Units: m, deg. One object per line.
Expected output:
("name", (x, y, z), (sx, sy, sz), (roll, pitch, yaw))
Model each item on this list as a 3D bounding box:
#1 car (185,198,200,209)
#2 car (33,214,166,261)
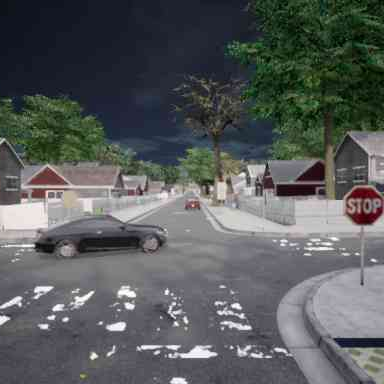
("car", (0.098, 1.498, 43.913), (1.812, 1.442, 4.674), (0, 0, 0))
("car", (-3.285, 1.552, 12.282), (4.674, 1.442, 1.812), (-1, 1, -21))
